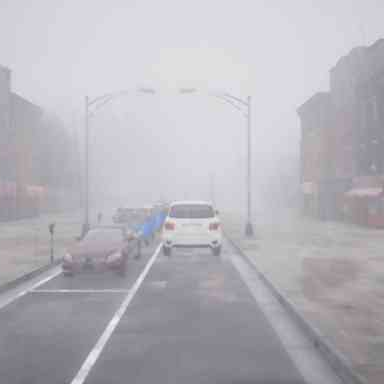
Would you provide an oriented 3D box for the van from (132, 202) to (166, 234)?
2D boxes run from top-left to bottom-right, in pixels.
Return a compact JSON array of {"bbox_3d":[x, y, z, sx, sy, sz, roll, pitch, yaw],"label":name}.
[{"bbox_3d":[-2.654,1.569,21.500,1.690,1.788,3.998,0,-1,0],"label":"van"}]

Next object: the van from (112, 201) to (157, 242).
[{"bbox_3d":[-2.650,1.510,16.035,1.690,1.788,3.998,0,-1,0],"label":"van"}]

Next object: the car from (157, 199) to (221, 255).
[{"bbox_3d":[-0.010,1.364,14.038,2.150,2.045,5.566,0,0,0],"label":"car"}]

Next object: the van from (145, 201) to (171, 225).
[{"bbox_3d":[-2.659,1.628,26.964,1.690,1.788,3.998,0,-1,0],"label":"van"}]

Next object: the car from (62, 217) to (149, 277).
[{"bbox_3d":[-2.646,1.693,10.569,1.802,1.307,4.206,0,-1,0],"label":"car"}]

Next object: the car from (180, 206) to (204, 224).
[{"bbox_3d":[-0.020,1.910,29.116,1.895,1.301,4.718,0,-1,0],"label":"car"}]

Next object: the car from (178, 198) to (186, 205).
[{"bbox_3d":[-2.706,2.505,87.186,1.967,1.590,4.097,0,-1,0],"label":"car"}]

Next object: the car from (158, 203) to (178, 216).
[{"bbox_3d":[-2.667,1.955,37.889,2.008,1.369,4.403,0,-1,0],"label":"car"}]

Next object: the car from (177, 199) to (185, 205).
[{"bbox_3d":[-2.703,2.418,81.499,1.967,1.590,4.097,0,-1,0],"label":"car"}]

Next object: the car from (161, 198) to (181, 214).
[{"bbox_3d":[-2.672,1.782,43.355,2.192,1.841,5.009,0,-1,0],"label":"car"}]
